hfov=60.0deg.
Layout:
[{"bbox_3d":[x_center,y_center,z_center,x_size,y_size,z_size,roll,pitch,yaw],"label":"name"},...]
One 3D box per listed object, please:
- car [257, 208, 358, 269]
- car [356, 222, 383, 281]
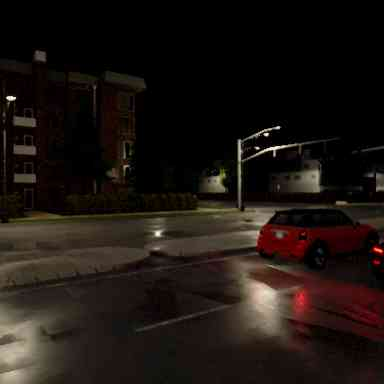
[{"bbox_3d":[4.372,1.328,11.281,4.553,1.767,2.097,0,0,-35],"label":"car"},{"bbox_3d":[6.359,1.502,8.407,4.674,1.442,1.812,0,0,-34],"label":"car"}]
